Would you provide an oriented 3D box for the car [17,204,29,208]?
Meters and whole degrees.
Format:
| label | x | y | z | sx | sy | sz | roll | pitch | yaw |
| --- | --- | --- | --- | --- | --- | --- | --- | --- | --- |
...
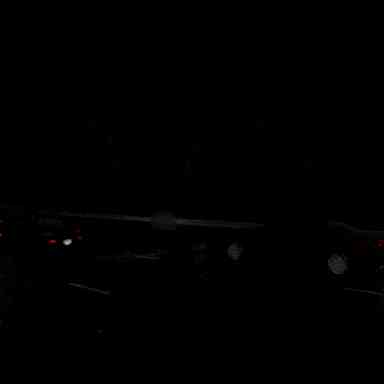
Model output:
| label | x | y | z | sx | sy | sz | roll | pitch | yaw |
| --- | --- | --- | --- | --- | --- | --- | --- | --- | --- |
| car | -11.609 | 1.480 | 20.906 | 5.008 | 1.535 | 1.882 | 0 | 0 | 35 |

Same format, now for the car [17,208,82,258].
| label | x | y | z | sx | sy | sz | roll | pitch | yaw |
| --- | --- | --- | --- | --- | --- | --- | --- | --- | --- |
| car | -6.113 | 1.528 | 12.674 | 4.674 | 1.442 | 1.812 | 0 | 0 | 36 |

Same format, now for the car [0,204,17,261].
| label | x | y | z | sx | sy | sz | roll | pitch | yaw |
| --- | --- | --- | --- | --- | --- | --- | --- | --- | --- |
| car | -7.494 | 1.222 | 9.359 | 5.566 | 2.045 | 2.150 | 0 | 0 | 36 |

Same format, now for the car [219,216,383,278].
| label | x | y | z | sx | sy | sz | roll | pitch | yaw |
| --- | --- | --- | --- | --- | --- | --- | --- | --- | --- |
| car | 3.216 | 1.482 | 10.299 | 5.008 | 1.535 | 1.882 | 0 | 0 | 36 |
